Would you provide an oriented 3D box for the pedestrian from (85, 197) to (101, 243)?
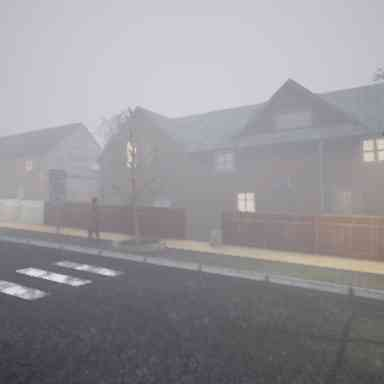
[{"bbox_3d":[-3.902,1.097,13.341,0.375,1.860,0.375,-2,-5,30],"label":"pedestrian"}]
